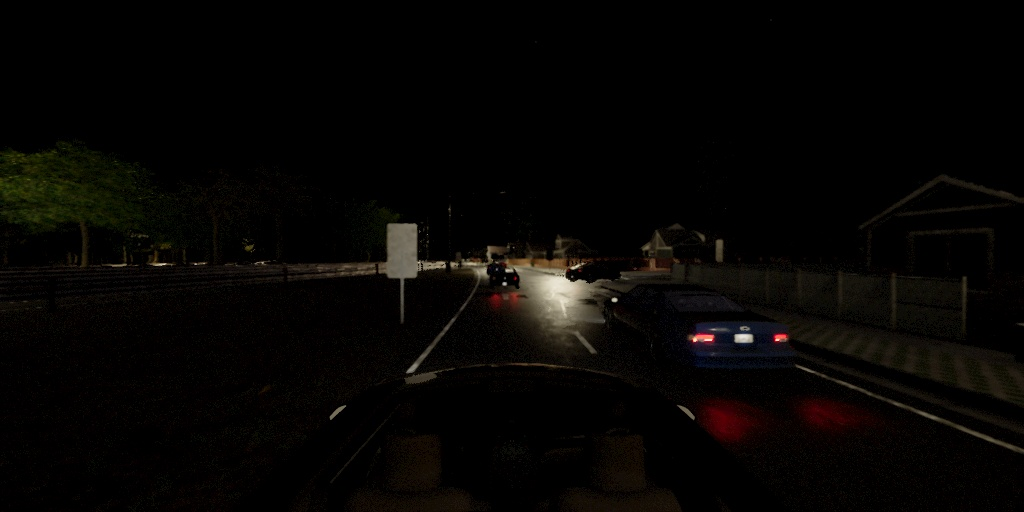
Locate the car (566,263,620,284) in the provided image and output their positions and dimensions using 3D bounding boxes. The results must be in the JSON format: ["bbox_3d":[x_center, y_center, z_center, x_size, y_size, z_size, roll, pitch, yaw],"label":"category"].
[{"bbox_3d":[6.349,1.276,27.766,4.902,1.511,2.128,-1,-1,-37],"label":"car"}]

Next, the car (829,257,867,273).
[{"bbox_3d":[31.502,0.857,32.809,4.553,1.767,2.097,0,1,-3],"label":"car"}]

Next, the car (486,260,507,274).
[{"bbox_3d":[-1.839,1.394,40.200,1.994,1.385,4.181,0,0,-6],"label":"car"}]

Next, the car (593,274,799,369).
[{"bbox_3d":[3.532,1.319,8.030,2.033,1.411,5.357,0,0,-1],"label":"car"}]

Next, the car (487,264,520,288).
[{"bbox_3d":[-0.556,1.401,23.955,1.895,1.301,4.718,0,0,-3],"label":"car"}]
